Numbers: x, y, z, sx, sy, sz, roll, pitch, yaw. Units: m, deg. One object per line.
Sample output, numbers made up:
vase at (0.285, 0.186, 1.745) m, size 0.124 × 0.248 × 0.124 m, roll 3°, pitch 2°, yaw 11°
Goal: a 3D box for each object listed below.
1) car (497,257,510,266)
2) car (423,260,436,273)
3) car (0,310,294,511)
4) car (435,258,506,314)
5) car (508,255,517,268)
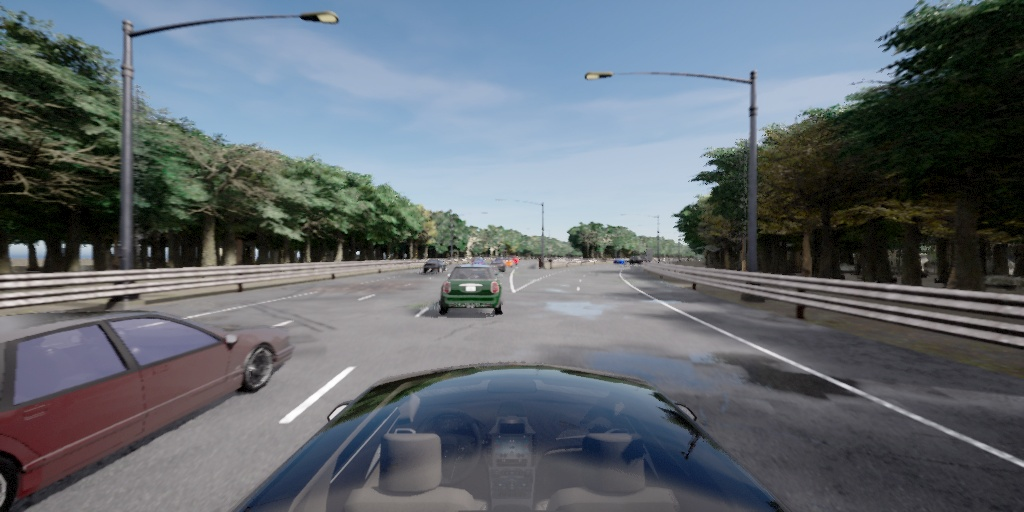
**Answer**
car at (-1.691, 1.203, 42.082) m, size 2.128 × 1.511 × 4.902 m, roll 0°, pitch 0°, yaw 1°
car at (-8.652, 1.174, 40.574) m, size 1.837 × 1.490 × 4.892 m, roll 0°, pitch 0°, yaw 1°
car at (-4.500, 1.270, 3.558) m, size 2.033 × 1.411 × 5.357 m, roll 0°, pitch 0°, yaw -3°
car at (-1.433, 1.089, 13.826) m, size 2.097 × 1.767 × 4.553 m, roll 0°, pitch 0°, yaw -2°
car at (-0.836, 1.042, 61.273) m, size 2.097 × 1.767 × 4.553 m, roll 0°, pitch 0°, yaw 4°
